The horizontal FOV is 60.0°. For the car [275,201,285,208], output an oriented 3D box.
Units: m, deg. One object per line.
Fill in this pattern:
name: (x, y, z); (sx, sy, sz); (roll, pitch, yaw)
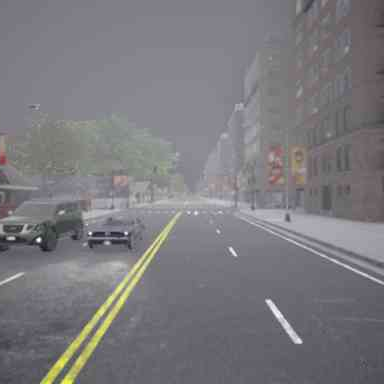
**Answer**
car: (16.380, 2.113, 56.647); (4.313, 1.339, 1.947); (0, -1, 0)

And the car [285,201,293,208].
car: (16.385, 2.006, 48.623); (4.206, 1.307, 1.802); (0, -1, 0)

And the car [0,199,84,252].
car: (-6.600, 1.365, 14.914); (2.150, 2.045, 5.566); (0, -1, 0)

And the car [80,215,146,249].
car: (-3.350, 1.750, 15.424); (1.895, 1.301, 4.718); (0, -1, 0)
